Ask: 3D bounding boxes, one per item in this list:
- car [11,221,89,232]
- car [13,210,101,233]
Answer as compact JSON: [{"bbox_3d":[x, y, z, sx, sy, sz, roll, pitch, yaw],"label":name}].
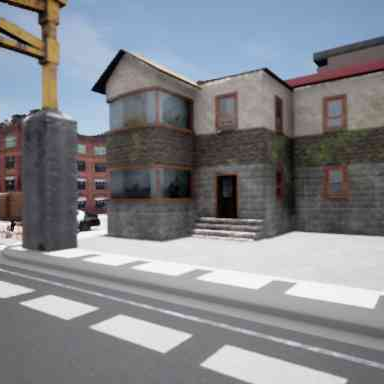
[{"bbox_3d":[-8.297,1.690,20.443,4.974,1.542,2.038,0,0,-25],"label":"car"},{"bbox_3d":[-8.252,1.532,20.466,4.536,1.218,1.853,0,0,-25],"label":"car"}]
